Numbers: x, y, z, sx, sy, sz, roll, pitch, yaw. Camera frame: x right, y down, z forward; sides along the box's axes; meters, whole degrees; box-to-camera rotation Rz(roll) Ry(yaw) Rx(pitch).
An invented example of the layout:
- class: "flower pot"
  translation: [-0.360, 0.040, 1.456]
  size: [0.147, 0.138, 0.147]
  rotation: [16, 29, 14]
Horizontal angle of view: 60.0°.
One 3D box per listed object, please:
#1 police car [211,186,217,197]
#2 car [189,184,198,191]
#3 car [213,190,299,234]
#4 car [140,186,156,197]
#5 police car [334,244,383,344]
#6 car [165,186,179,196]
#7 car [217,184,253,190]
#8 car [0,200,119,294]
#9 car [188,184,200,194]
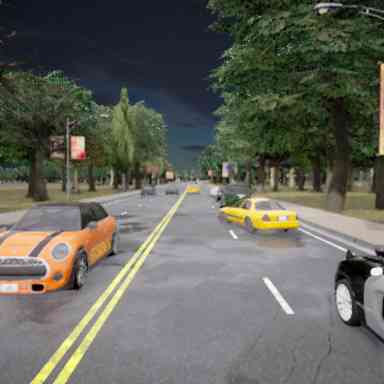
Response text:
- class: "police car"
  translation: [3.493, 0.272, 36.577]
  size: [2.038, 1.542, 4.974]
  rotation: [0, 2, 0]
- class: "car"
  translation: [0.359, -1.185, 79.060]
  size: [2.128, 1.511, 4.902]
  rotation: [0, 2, 0]
- class: "car"
  translation: [2.866, 0.930, 15.608]
  size: [1.801, 1.575, 5.366]
  rotation: [-1, 2, -16]
- class: "car"
  translation: [-6.291, -0.095, 48.347]
  size: [2.033, 1.411, 5.357]
  rotation: [0, 2, 0]
- class: "police car"
  translation: [3.280, 1.300, 3.687]
  size: [1.930, 1.638, 5.238]
  rotation: [0, 2, 0]
- class: "car"
  translation: [-3.019, -0.175, 51.218]
  size: [1.994, 1.385, 4.181]
  rotation: [0, 2, 1]
- class: "car"
  translation: [3.434, 0.359, 25.599]
  size: [2.150, 2.045, 5.566]
  rotation: [0, 2, 0]
- class: "car"
  translation: [-3.286, 1.069, 8.242]
  size: [2.097, 1.767, 4.553]
  rotation: [0, 2, 0]
- class: "car"
  translation: [0.330, -0.468, 57.274]
  size: [1.882, 1.535, 5.008]
  rotation: [0, 2, 0]
